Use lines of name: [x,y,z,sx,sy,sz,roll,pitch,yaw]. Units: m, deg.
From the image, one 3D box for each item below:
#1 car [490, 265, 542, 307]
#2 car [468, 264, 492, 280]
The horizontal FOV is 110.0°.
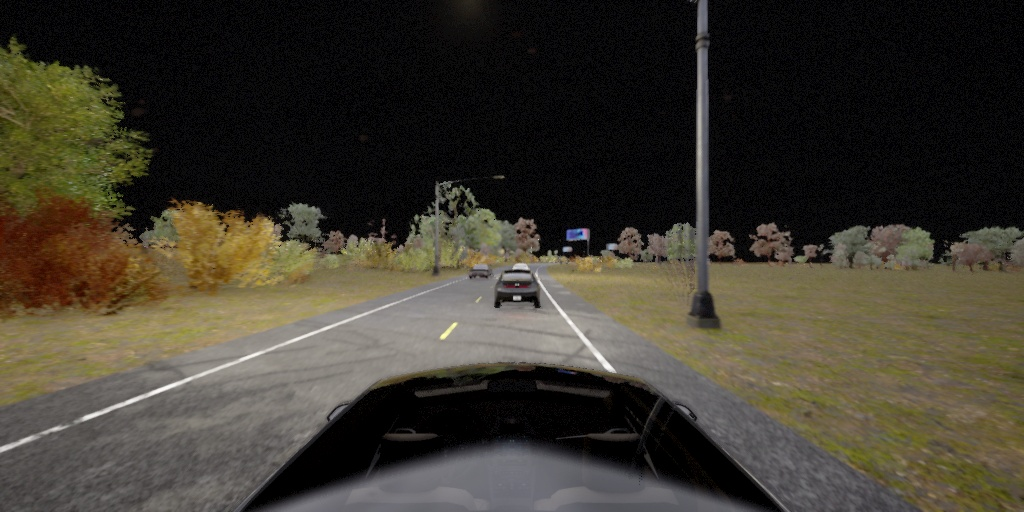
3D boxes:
car: [0.244,1.338,15.974,1.837,1.490,4.892,0,0,1]
car: [-2.847,1.482,33.877,2.033,1.411,5.357,0,0,3]
